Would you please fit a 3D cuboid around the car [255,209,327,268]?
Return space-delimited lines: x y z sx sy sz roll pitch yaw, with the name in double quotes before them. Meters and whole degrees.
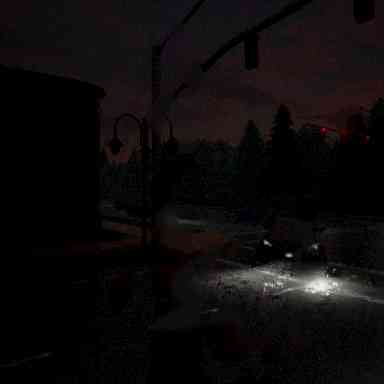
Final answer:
"car" 3.618 1.526 11.631 1.812 1.442 4.674 1 0 21

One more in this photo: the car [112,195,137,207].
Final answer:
"car" -10.506 1.352 51.337 2.097 1.767 4.553 0 0 -35

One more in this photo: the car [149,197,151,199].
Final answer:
"car" -7.940 1.505 53.780 1.837 1.490 4.892 0 0 -35

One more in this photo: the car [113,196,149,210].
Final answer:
"car" -7.770 1.548 41.134 2.033 1.411 5.357 0 0 -35

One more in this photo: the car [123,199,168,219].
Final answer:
"car" -4.032 1.601 29.553 1.895 1.301 4.718 0 0 -35

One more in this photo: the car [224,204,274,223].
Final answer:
"car" 4.544 1.547 23.386 2.033 1.411 5.357 0 0 -35
